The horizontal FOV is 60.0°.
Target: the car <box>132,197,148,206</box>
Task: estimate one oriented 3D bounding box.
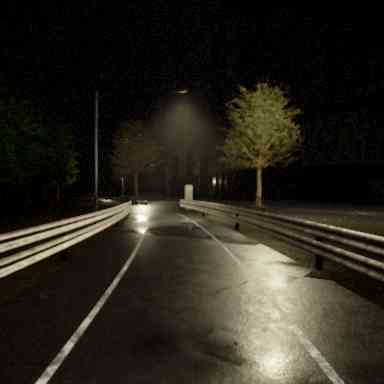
[{"bbox_3d":[-8.504,1.533,54.076,1.895,1.301,4.718,0,0,-20],"label":"car"}]
